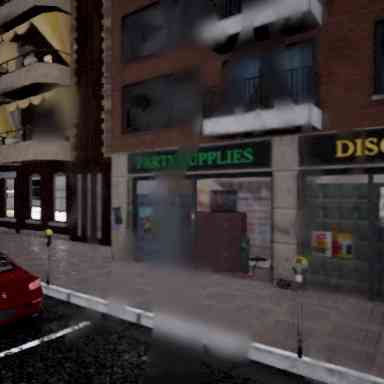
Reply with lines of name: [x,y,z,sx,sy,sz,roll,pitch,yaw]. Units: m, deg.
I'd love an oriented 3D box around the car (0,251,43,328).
car: [-4.325,1.593,5.955,4.206,1.307,1.802,0,0,35]
